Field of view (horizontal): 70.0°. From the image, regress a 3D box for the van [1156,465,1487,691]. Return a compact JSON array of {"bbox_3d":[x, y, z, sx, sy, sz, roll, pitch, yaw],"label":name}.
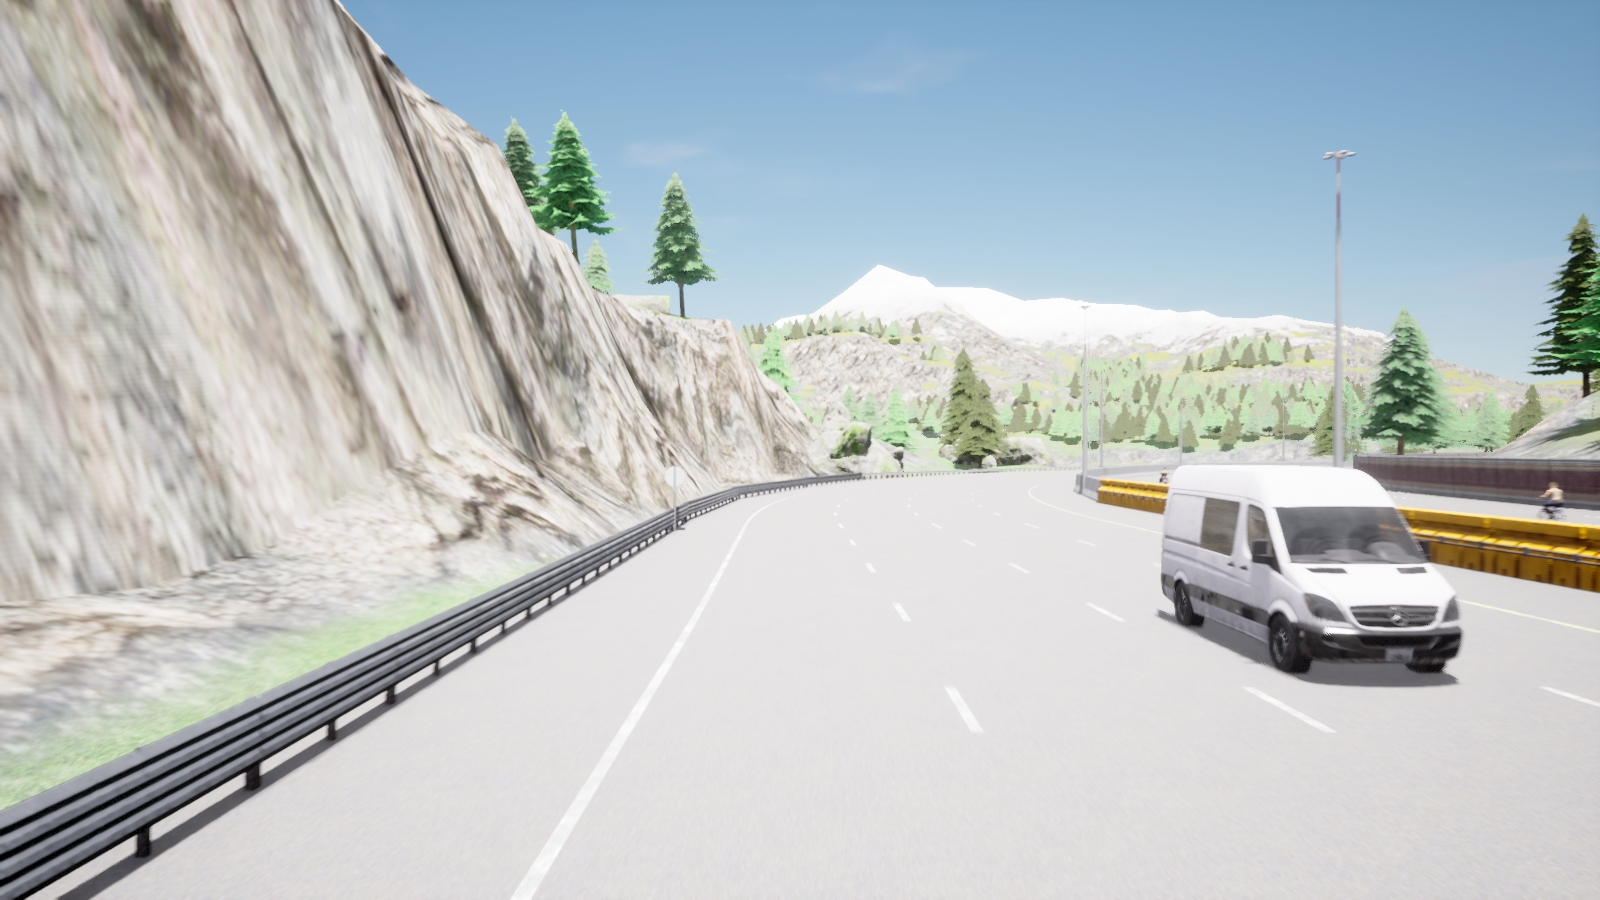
[{"bbox_3d":[7.000,1.525,16.267,1.988,2.561,5.915,0,0,0],"label":"van"}]
